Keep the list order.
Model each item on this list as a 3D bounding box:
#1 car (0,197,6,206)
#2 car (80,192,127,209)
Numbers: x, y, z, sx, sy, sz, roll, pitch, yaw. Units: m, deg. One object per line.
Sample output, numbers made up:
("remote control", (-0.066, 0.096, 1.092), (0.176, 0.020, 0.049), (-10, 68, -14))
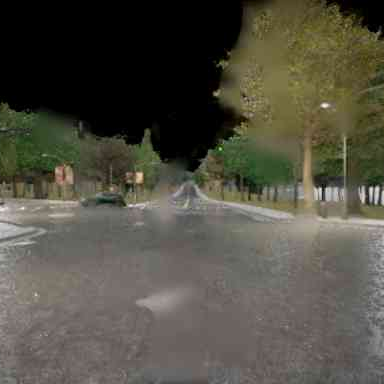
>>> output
("car", (-27.849, 1.263, 46.901), (1.837, 1.490, 4.892), (-2, 1, -45))
("car", (-10.595, 0.995, 40.250), (5.566, 2.045, 2.150), (5, -2, -36))
